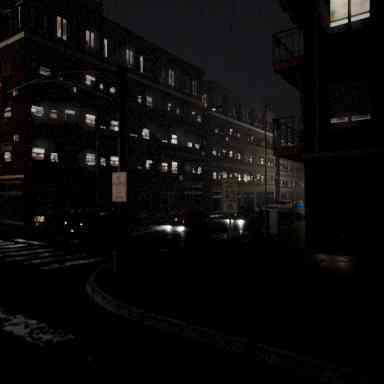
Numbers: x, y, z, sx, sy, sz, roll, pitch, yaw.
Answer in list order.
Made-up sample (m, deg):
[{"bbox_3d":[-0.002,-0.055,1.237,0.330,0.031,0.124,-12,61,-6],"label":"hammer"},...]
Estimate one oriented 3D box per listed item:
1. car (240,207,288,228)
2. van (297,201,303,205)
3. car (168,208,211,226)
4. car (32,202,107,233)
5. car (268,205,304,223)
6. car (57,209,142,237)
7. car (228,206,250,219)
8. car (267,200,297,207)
[{"bbox_3d":[5.765,2.047,26.127,1.802,1.307,4.206,-2,-2,35],"label":"car"},{"bbox_3d":[18.422,2.463,58.818,1.690,1.788,3.998,-1,-2,35],"label":"van"},{"bbox_3d":[-0.124,2.013,27.739,1.994,1.385,4.181,0,-1,34],"label":"car"},{"bbox_3d":[-7.625,1.603,21.548,2.192,1.841,5.009,-1,-2,35],"label":"car"},{"bbox_3d":[9.021,2.120,30.787,2.008,1.369,4.403,-2,-2,35],"label":"car"},{"bbox_3d":[-5.363,1.884,20.266,1.895,1.301,4.718,0,-1,36],"label":"car"},{"bbox_3d":[5.588,2.195,35.915,1.994,1.385,4.181,0,-1,34],"label":"car"},{"bbox_3d":[11.764,2.049,44.661,2.150,2.045,5.566,0,-1,35],"label":"car"}]
